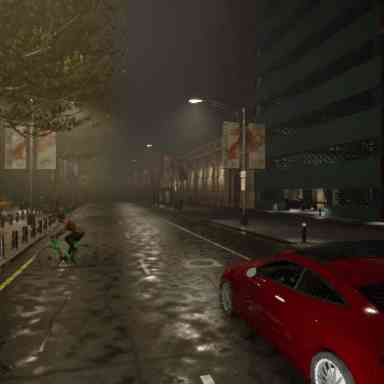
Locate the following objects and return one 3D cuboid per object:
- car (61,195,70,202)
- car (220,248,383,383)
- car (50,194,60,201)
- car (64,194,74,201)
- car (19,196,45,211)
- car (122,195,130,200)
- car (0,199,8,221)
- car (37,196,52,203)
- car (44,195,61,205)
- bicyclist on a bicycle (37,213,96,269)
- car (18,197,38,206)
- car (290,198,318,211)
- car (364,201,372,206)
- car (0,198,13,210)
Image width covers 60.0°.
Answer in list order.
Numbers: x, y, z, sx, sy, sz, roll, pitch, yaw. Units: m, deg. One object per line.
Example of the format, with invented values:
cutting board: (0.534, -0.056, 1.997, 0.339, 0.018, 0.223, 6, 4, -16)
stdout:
car: (-27.898, 1.500, 71.268, 1.837, 1.490, 4.892, 0, 0, -15)
car: (1.884, 1.525, 4.683, 1.812, 1.442, 4.674, 0, 0, -15)
car: (-35.514, 1.373, 86.207, 1.882, 1.535, 5.008, 0, 0, -15)
car: (-31.940, 1.435, 86.392, 1.882, 1.535, 5.008, 0, 0, -15)
car: (-19.963, 1.564, 41.202, 1.994, 1.385, 4.181, 0, 0, -15)
car: (-18.375, 1.595, 92.758, 1.895, 1.301, 4.718, 0, 0, -15)
car: (-15.515, 1.505, 24.557, 1.837, 1.490, 4.892, 0, 0, -15)
car: (-31.510, 1.540, 71.228, 2.033, 1.411, 5.357, 0, 0, -15)
car: (-23.958, 1.352, 56.262, 2.097, 1.767, 4.553, 0, 0, -15)
bicyclist on a bicycle: (-3.684, 1.453, 9.806, 1.656, 1.620, 0.582, 0, 0, -15)
car: (-27.522, 1.547, 56.087, 2.033, 1.411, 5.357, 0, 0, -14)
car: (12.642, 1.413, 38.946, 2.161, 1.482, 4.786, 0, 0, -15)
car: (23.954, 1.463, 41.554, 1.895, 1.301, 4.718, 0, 0, -15)
car: (-23.433, 1.477, 40.631, 1.882, 1.535, 5.008, 0, 0, -15)
